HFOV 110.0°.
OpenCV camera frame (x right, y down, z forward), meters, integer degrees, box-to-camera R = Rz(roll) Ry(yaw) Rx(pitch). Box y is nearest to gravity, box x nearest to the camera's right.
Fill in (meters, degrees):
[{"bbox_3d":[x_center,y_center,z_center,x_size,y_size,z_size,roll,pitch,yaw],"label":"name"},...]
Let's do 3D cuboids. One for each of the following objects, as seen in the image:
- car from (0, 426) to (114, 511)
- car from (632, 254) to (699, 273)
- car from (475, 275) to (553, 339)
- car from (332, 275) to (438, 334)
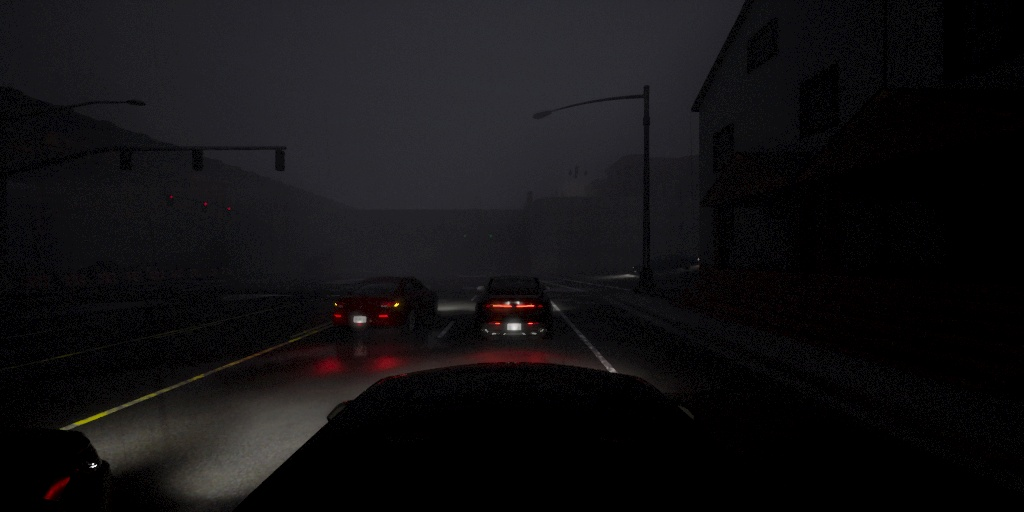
[{"bbox_3d":[-3.401,1.255,0.168,1.837,1.490,4.892,0,0,0],"label":"car"},{"bbox_3d":[13.035,0.603,30.422,5.357,1.411,2.033,-7,0,-1],"label":"car"},{"bbox_3d":[0.044,1.255,10.034,1.837,1.490,4.892,0,0,0],"label":"car"},{"bbox_3d":[-3.451,1.276,10.451,1.812,1.442,4.674,0,0,0],"label":"car"}]
